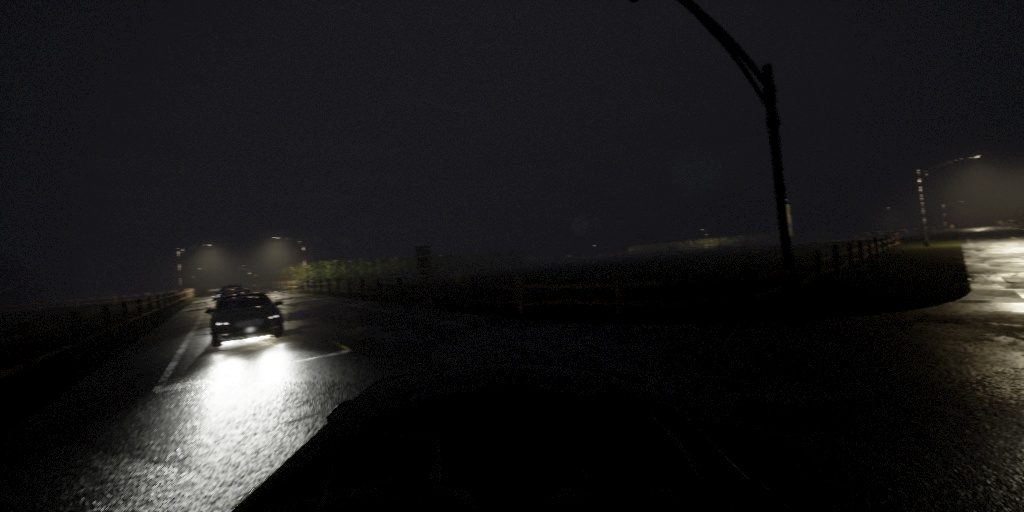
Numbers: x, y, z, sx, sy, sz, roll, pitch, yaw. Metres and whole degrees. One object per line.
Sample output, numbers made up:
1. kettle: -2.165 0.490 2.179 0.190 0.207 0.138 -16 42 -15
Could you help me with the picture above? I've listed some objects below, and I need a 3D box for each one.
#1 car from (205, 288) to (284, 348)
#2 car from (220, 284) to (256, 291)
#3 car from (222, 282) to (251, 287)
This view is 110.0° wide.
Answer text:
1. car: -9.389 2.082 12.639 2.128 1.511 4.902 -4 -1 -39
2. car: -15.701 2.656 20.453 2.128 1.511 4.902 -4 -1 -39
3. car: -24.531 3.323 31.401 2.097 1.767 4.553 -4 -1 -39
